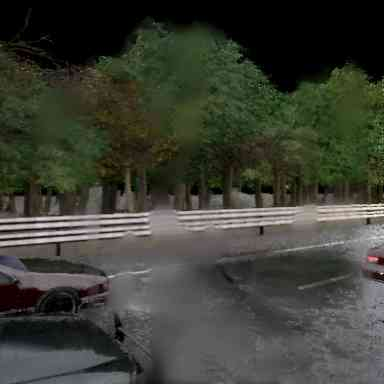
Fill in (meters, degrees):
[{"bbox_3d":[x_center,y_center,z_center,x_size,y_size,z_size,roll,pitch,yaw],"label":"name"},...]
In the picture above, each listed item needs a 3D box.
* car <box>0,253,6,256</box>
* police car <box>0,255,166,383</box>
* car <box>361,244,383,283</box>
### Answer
[{"bbox_3d":[-4.018,1.540,5.160,5.357,1.411,2.033,0,0,-35],"label":"car"},{"bbox_3d":[-2.541,1.502,2.068,4.974,1.542,2.038,0,0,-36],"label":"police car"},{"bbox_3d":[6.382,1.540,8.255,5.357,1.411,2.033,0,0,-34],"label":"car"}]
